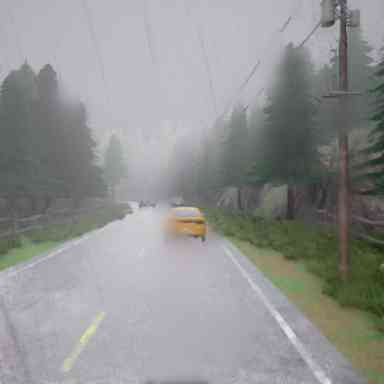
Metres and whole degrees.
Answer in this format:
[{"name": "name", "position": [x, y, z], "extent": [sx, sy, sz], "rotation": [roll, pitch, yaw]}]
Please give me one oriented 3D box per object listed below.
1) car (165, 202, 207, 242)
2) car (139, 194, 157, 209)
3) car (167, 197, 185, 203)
[{"name": "car", "position": [-0.342, 1.484, 16.544], "extent": [1.882, 1.535, 5.008], "rotation": [0, 0, -2]}, {"name": "car", "position": [-6.024, 1.252, 45.216], "extent": [2.150, 2.045, 5.566], "rotation": [0, 0, -10]}, {"name": "car", "position": [-1.912, 1.369, 40.712], "extent": [2.097, 1.767, 4.553], "rotation": [0, 0, -8]}]
